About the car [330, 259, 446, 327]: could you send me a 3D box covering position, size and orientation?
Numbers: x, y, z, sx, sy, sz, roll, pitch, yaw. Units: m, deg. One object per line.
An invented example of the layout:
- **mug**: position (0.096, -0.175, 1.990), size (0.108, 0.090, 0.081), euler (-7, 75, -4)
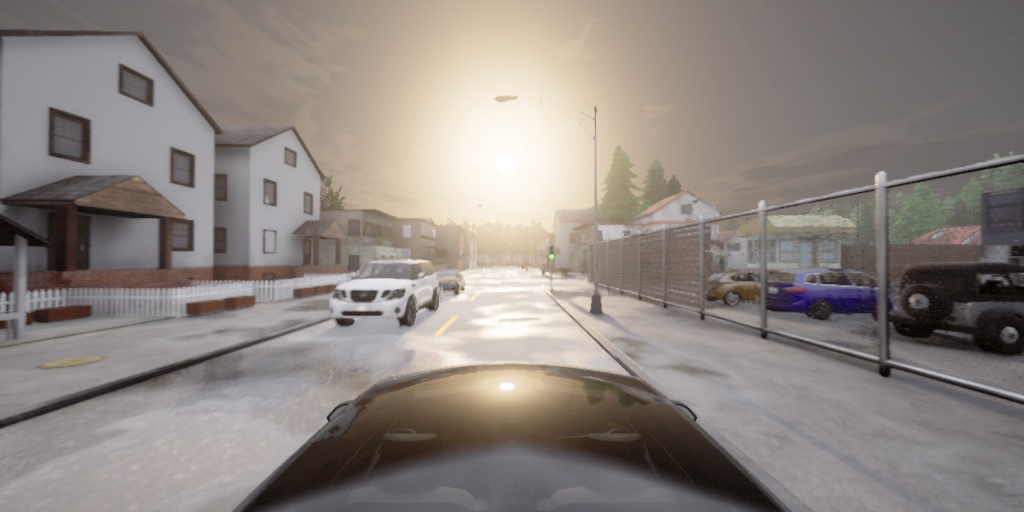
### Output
- **car**: position (-4.039, 1.111, 12.468), size (2.150, 2.045, 5.566), euler (0, -1, 1)

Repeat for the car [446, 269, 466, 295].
- **car**: position (-4.006, 1.540, 22.337), size (1.812, 1.442, 4.674), euler (0, -1, 0)
